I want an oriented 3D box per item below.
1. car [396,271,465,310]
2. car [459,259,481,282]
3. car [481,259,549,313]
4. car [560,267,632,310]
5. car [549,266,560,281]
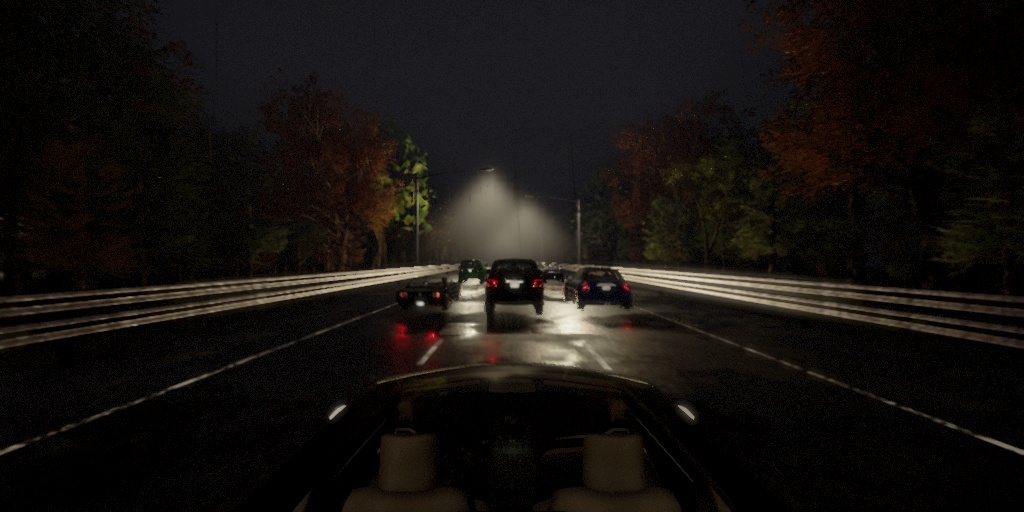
[{"bbox_3d":[-3.399,1.516,15.563,1.895,1.301,4.718,0,-1,0],"label":"car"},{"bbox_3d":[-3.402,1.323,31.820,2.150,2.045,5.566,0,-1,0],"label":"car"},{"bbox_3d":[0.100,1.130,14.929,2.150,2.045,5.566,0,-1,0],"label":"car"},{"bbox_3d":[3.599,1.270,15.765,2.097,1.767,4.553,0,-1,0],"label":"car"},{"bbox_3d":[3.598,1.602,32.602,2.128,1.511,4.902,0,-1,0],"label":"car"}]
